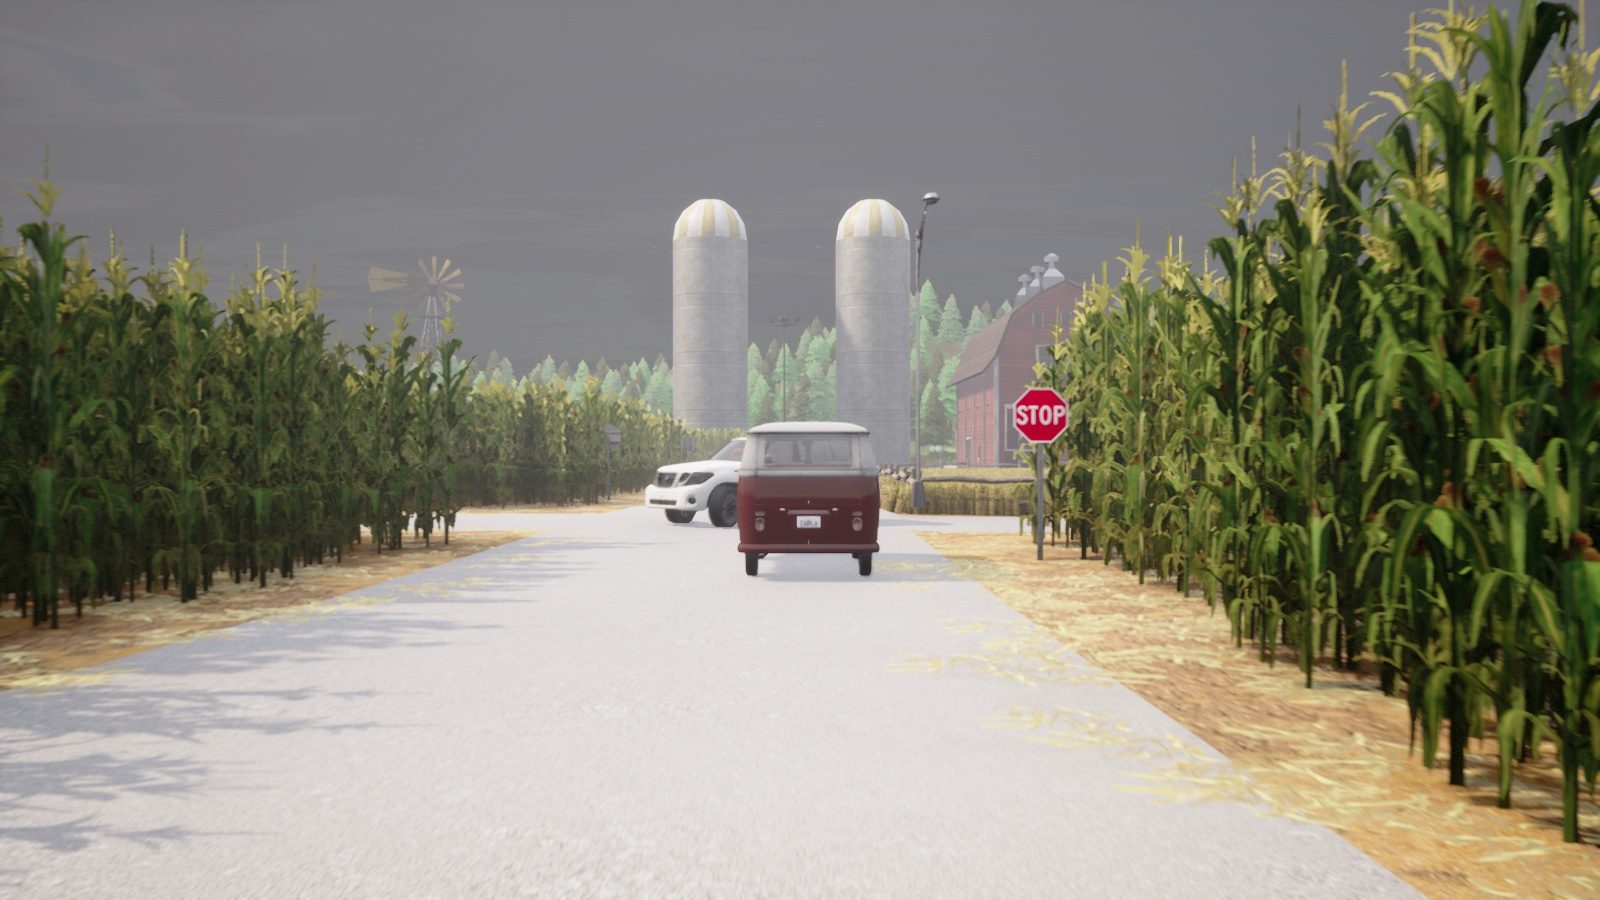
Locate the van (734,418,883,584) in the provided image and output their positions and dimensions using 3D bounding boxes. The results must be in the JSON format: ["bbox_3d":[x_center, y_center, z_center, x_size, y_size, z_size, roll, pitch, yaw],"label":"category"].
[{"bbox_3d":[0.114,0.614,17.257,1.775,1.987,4.442,0,0,0],"label":"van"}]

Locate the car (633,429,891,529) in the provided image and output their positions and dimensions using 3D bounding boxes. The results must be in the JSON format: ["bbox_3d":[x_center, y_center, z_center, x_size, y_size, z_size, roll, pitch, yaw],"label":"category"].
[{"bbox_3d":[-0.765,0.647,28.246,5.566,2.045,2.150,1,-1,-37],"label":"car"}]
